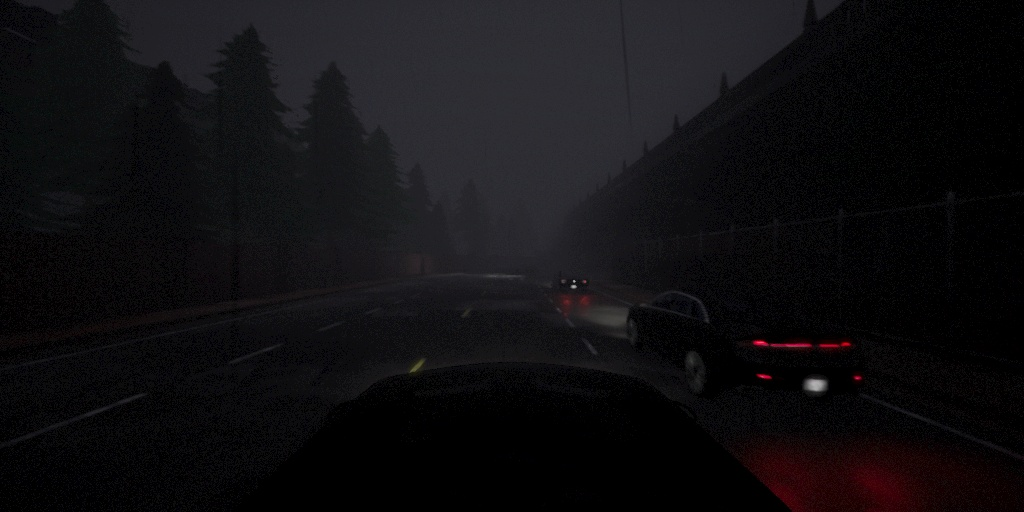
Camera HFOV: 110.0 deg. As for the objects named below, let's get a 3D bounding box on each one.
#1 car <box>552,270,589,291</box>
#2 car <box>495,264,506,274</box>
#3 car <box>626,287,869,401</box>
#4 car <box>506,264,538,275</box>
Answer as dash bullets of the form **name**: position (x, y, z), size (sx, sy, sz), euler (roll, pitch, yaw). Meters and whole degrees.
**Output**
- **car**: position (3.780, 1.590, 23.916), size (1.895, 1.301, 4.718), euler (1, 0, 1)
- **car**: position (-0.362, 1.771, 49.302), size (1.895, 1.301, 4.718), euler (0, -1, 33)
- **car**: position (3.596, 1.324, 6.625), size (2.128, 1.511, 4.902), euler (1, -1, 1)
- **car**: position (1.535, 1.760, 45.785), size (1.895, 1.301, 4.718), euler (0, -1, 31)
